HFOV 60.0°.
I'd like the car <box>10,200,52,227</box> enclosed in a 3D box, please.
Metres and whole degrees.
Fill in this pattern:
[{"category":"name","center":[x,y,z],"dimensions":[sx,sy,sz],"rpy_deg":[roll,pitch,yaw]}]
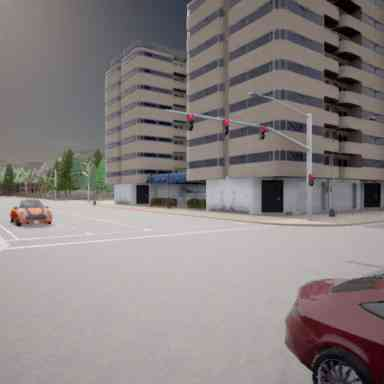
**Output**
[{"category":"car","center":[-11.206,1.350,23.095],"dimensions":[2.097,1.767,4.553],"rpy_deg":[0,0,-35]}]

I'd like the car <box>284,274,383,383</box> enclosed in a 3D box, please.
[{"category":"car","center":[2.917,1.525,2.692],"dimensions":[1.812,1.442,4.674],"rpy_deg":[0,0,-35]}]
